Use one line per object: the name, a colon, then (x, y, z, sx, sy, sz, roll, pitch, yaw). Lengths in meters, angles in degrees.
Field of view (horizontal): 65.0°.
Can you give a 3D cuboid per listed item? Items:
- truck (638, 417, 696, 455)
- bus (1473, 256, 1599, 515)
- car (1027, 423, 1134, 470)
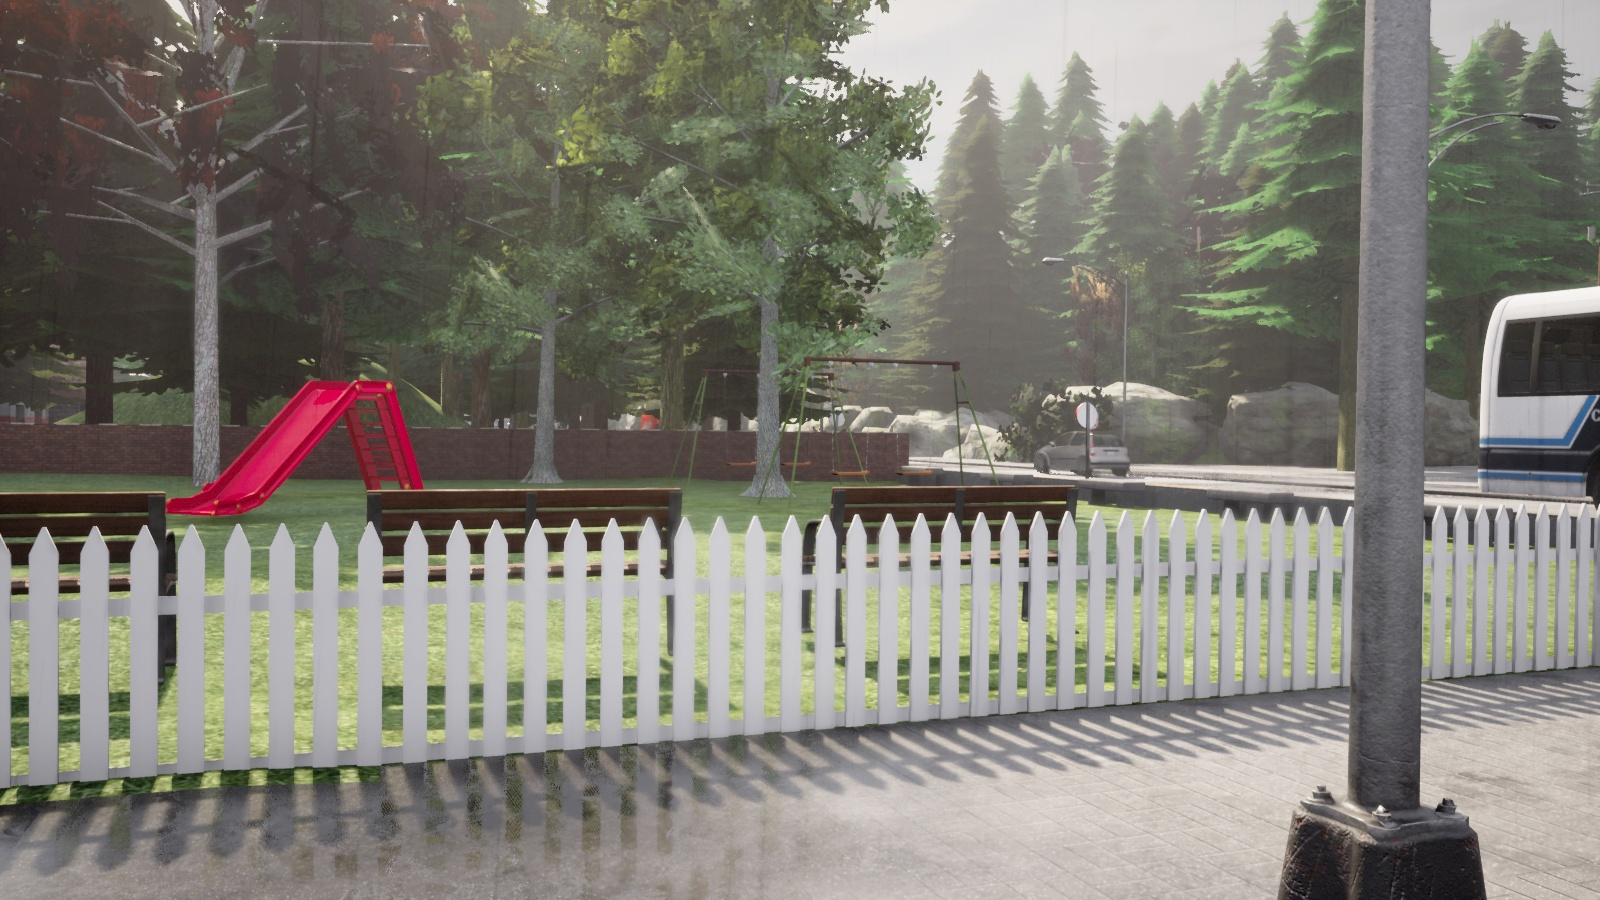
truck: (-8.961, -0.960, 84.108, 2.627, 2.467, 5.204, -1, 1, -21)
bus: (15.953, -1.057, 18.788, 3.944, 4.253, 10.273, -1, 1, -21)
car: (10.084, -0.151, 45.396, 1.851, 1.617, 3.988, -1, 1, -21)
